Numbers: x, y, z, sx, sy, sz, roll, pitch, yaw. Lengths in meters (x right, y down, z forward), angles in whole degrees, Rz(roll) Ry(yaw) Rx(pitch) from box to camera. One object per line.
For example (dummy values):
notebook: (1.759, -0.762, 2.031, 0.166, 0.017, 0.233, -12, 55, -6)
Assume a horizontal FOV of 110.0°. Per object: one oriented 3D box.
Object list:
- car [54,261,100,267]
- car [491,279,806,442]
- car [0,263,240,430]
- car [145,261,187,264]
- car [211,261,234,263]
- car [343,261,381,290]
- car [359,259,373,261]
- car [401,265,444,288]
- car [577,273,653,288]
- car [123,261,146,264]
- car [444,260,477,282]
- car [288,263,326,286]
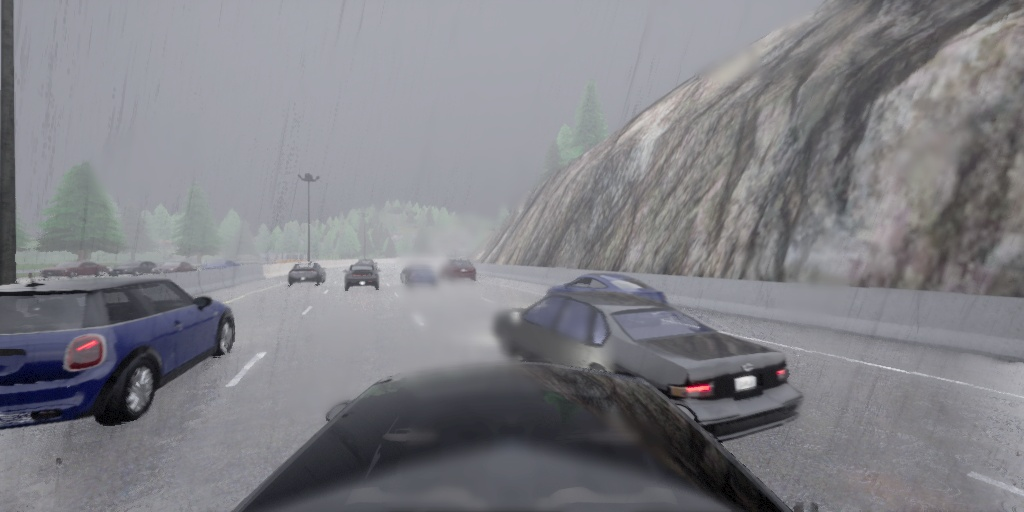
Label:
car: (-39.589, 1.214, 32.543, 1.882, 1.535, 5.008, 0, 0, -18)
car: (1.331, 1.296, 5.842, 2.033, 1.411, 5.357, 0, 0, -23)
car: (-6.087, 1.101, 5.450, 2.097, 1.767, 4.553, 0, 0, -23)
car: (-33.110, 1.262, 35.249, 1.812, 1.442, 4.674, 0, 0, -18)
car: (-29.988, 1.214, 36.976, 1.882, 1.535, 5.008, 0, 0, -18)
car: (-9.347, 1.248, 22.368, 1.837, 1.490, 4.892, 0, 0, -23)
car: (-15.125, 1.089, 37.306, 2.097, 1.767, 4.553, 0, 0, -19)
car: (-6.293, 1.290, 24.145, 2.033, 1.411, 5.357, 0, 0, -23)
car: (2.815, 1.273, 11.386, 1.812, 1.442, 4.674, 0, 0, -23)
car: (-36.719, 1.244, 35.044, 1.837, 1.490, 4.892, 0, -1, -18)
car: (-4.372, 1.093, 28.680, 2.097, 1.767, 4.553, 0, 0, -22)
car: (-14.226, 1.233, 25.035, 2.128, 1.511, 4.902, 0, 0, -22)
